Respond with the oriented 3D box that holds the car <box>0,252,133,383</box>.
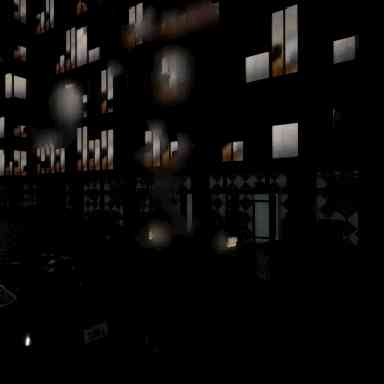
[{"bbox_3d":[-2.733,1.566,4.836,4.313,1.339,1.947,0,0,36],"label":"car"}]
